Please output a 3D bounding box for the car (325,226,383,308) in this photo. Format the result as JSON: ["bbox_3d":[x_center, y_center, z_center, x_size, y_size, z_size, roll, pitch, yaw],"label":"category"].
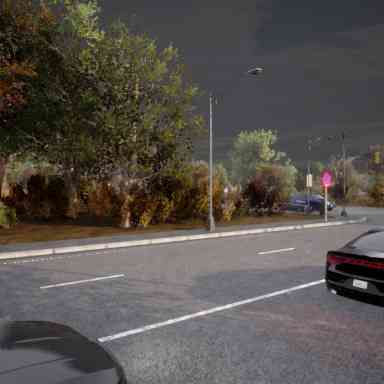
[{"bbox_3d":[4.986,1.478,7.329,5.008,1.535,1.882,0,0,-36],"label":"car"}]

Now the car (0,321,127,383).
[{"bbox_3d":[-2.729,1.505,1.790,4.892,1.490,1.837,0,0,-36],"label":"car"}]

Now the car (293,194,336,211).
[{"bbox_3d":[14.662,1.221,40.649,2.150,2.045,5.566,0,0,-31],"label":"car"}]

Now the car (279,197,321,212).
[{"bbox_3d":[12.062,1.564,38.178,1.994,1.385,4.181,0,0,-32],"label":"car"}]
